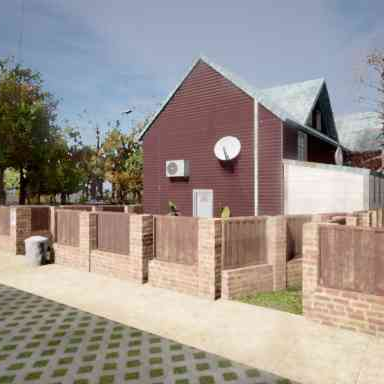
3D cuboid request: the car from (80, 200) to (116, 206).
[{"bbox_3d":[-10.509,1.587,36.646,2.128,1.511,4.902,0,0,36],"label":"car"}]
